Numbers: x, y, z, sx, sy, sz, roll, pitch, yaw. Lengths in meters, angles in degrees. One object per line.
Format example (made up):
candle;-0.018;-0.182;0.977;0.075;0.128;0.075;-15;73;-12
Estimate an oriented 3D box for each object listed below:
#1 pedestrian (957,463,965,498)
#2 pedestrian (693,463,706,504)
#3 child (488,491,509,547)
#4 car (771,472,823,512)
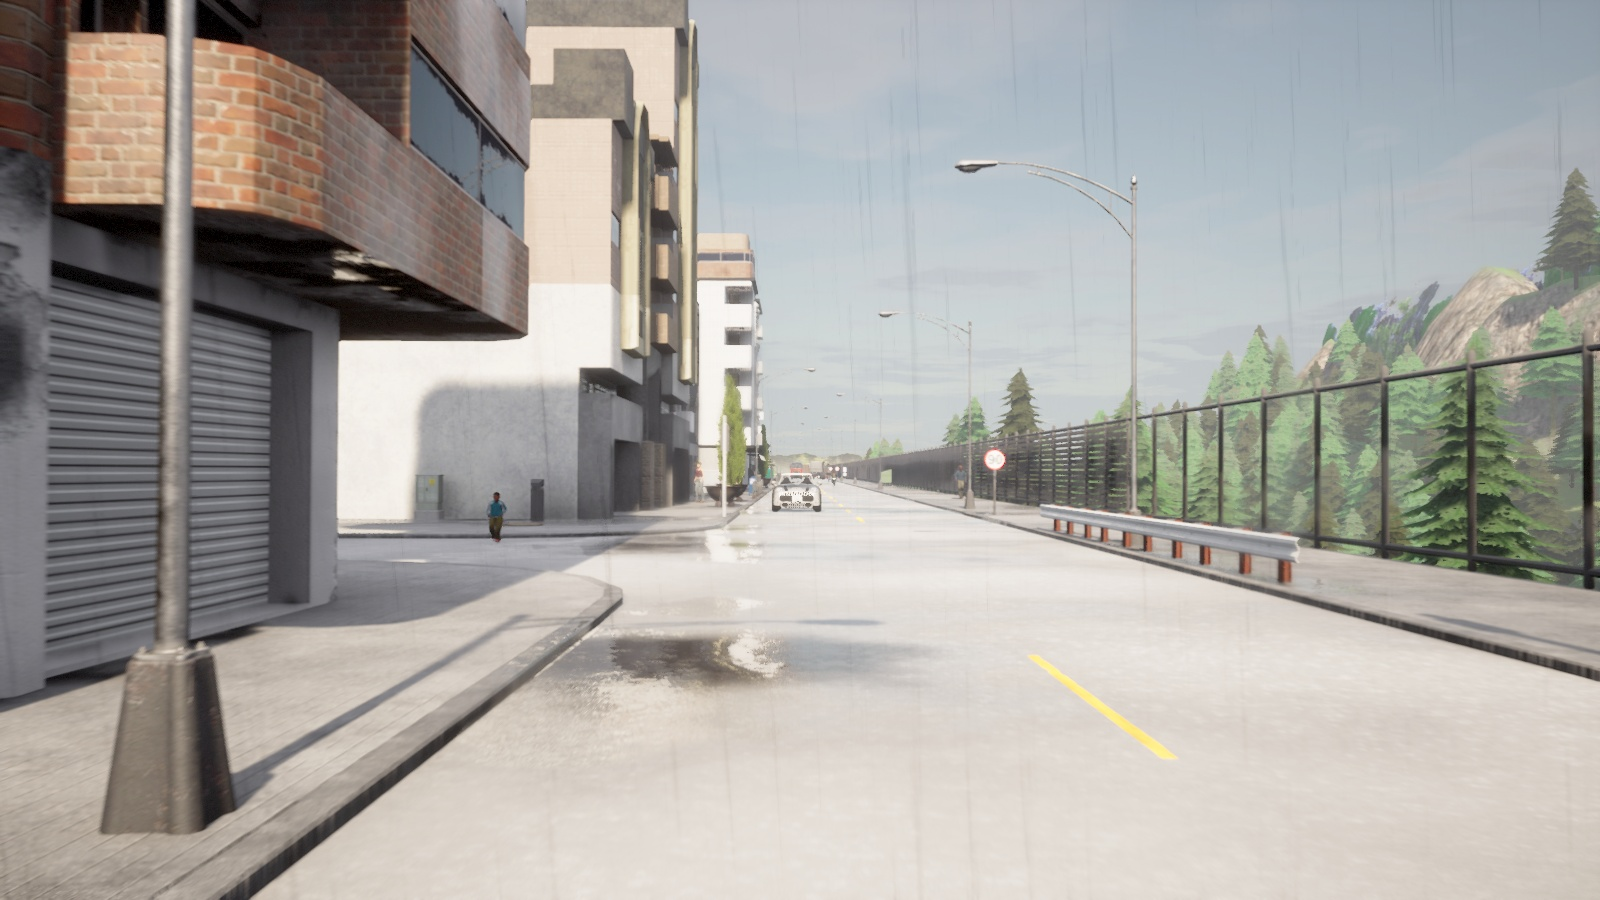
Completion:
pedestrian;8.527;1.603;66.463;0.370;1.835;0.726;0;-1;2
pedestrian;-4.532;1.489;56.690;0.345;1.836;0.594;-1;-1;28
child;-6.459;1.471;26.889;0.343;1.192;0.448;0;-1;0
car;-0.115;1.600;48.945;1.970;1.475;3.806;0;-1;0
